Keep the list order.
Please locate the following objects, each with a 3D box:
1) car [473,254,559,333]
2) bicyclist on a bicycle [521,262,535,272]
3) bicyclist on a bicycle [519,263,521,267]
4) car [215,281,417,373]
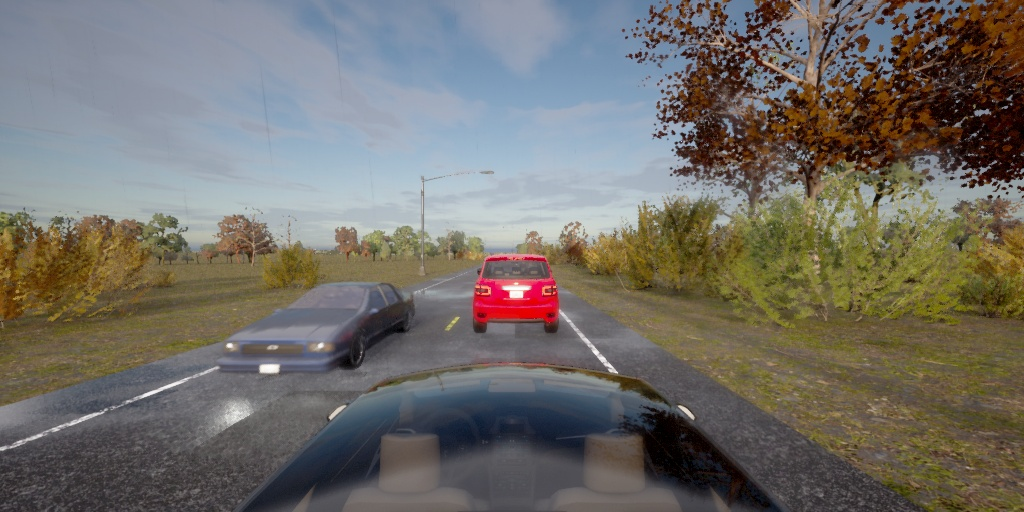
[{"bbox_3d":[0.088,0.968,10.854,2.150,2.045,5.566,0,0,0],"label":"car"},{"bbox_3d":[0.936,1.114,18.560,0.659,1.776,1.843,0,0,0],"label":"bicyclist on a bicycle"},{"bbox_3d":[0.892,1.111,28.573,0.659,1.776,1.843,0,0,0],"label":"bicyclist on a bicycle"},{"bbox_3d":[-3.611,1.295,8.012,2.033,1.411,5.357,0,0,0],"label":"car"}]
